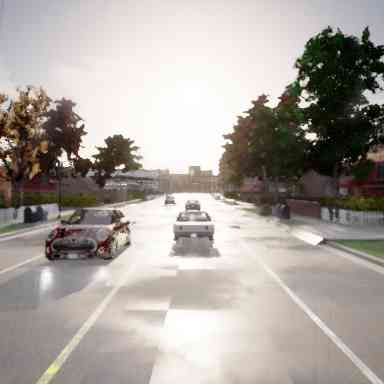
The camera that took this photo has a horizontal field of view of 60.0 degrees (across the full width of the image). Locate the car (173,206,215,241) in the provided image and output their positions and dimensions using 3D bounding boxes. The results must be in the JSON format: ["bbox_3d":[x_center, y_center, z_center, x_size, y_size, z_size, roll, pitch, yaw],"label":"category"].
[{"bbox_3d":[0.083,1.598,16.742,1.895,1.301,4.718,0,0,0],"label":"car"}]

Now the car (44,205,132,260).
[{"bbox_3d":[-3.600,1.350,12.304,2.097,1.767,4.553,0,0,0],"label":"car"}]

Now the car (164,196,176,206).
[{"bbox_3d":[-3.565,1.408,54.296,1.837,1.490,4.892,0,0,0],"label":"car"}]

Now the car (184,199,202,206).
[{"bbox_3d":[0.094,1.525,37.525,2.033,1.411,5.357,0,0,0],"label":"car"}]
